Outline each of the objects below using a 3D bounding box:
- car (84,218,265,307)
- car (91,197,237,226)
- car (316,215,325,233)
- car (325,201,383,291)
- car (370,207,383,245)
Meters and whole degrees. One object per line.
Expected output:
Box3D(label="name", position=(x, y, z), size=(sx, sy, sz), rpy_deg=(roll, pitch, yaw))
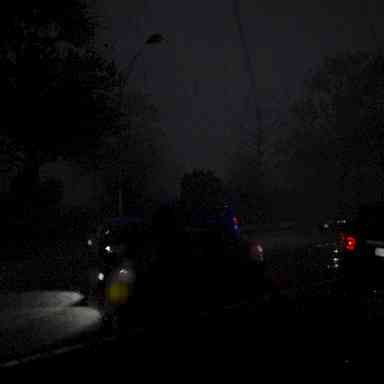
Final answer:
Box3D(label="car", position=(-0.228, 1.558, 7.998), size=(4.181, 1.385, 1.994), rpy_deg=(0, 0, -34))
Box3D(label="car", position=(-0.858, 1.218, 11.810), size=(5.566, 2.045, 2.150), rpy_deg=(0, 0, -34))
Box3D(label="car", position=(8.931, 1.484, 18.408), size=(4.902, 1.511, 2.128), rpy_deg=(0, 0, -33))
Box3D(label="car", position=(5.776, 1.219, 7.713), size=(5.566, 2.045, 2.150), rpy_deg=(0, 0, -34))
Box3D(label="car", position=(10.409, 1.472, 15.191), size=(5.008, 1.535, 1.882), rpy_deg=(0, 0, -33))
